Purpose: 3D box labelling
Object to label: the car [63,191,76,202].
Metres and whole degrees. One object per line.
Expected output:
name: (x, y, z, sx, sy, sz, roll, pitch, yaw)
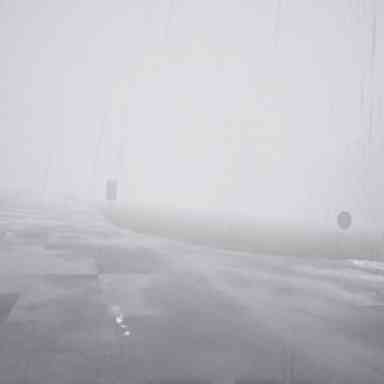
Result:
car: (-20.152, 0.745, 54.760, 2.128, 1.511, 4.902, 4, -1, -19)
